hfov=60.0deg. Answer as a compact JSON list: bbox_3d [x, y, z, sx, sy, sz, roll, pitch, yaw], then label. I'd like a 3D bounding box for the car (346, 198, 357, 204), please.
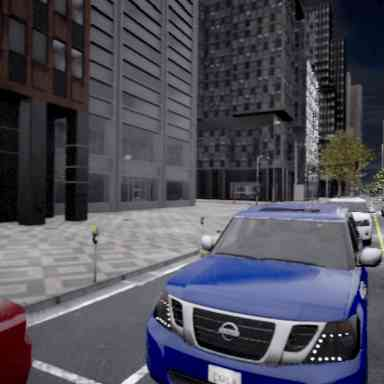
[{"bbox_3d":[37.677,2.102,78.557,2.008,1.369,4.403,1,0,28],"label":"car"}]

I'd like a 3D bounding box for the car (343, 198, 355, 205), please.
[{"bbox_3d":[32.696,2.018,69.225,1.887,1.381,4.507,1,0,28],"label":"car"}]

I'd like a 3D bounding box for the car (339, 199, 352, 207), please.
[{"bbox_3d":[27.630,1.922,59.744,1.752,1.417,4.829,1,0,28],"label":"car"}]

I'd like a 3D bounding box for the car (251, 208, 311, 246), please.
[{"bbox_3d":[4.564,1.616,16.543,1.887,1.381,4.507,1,0,28],"label":"car"}]

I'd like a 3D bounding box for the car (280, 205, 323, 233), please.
[{"bbox_3d":[7.165,1.651,21.418,1.887,1.381,4.507,1,0,28],"label":"car"}]

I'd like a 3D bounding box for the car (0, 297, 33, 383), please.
[{"bbox_3d":[-3.238,1.513,1.918,1.887,1.381,4.507,1,0,28],"label":"car"}]

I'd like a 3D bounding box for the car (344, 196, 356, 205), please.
[{"bbox_3d":[35.190,1.827,73.891,2.192,1.841,5.009,1,0,28],"label":"car"}]

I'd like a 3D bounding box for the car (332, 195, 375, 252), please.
[{"bbox_3d":[7.715,1.324,16.546,2.150,2.045,5.566,1,0,28],"label":"car"}]

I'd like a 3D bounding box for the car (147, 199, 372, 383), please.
[{"bbox_3d":[1.582,1.244,5.271,2.150,2.045,5.566,1,0,28],"label":"car"}]

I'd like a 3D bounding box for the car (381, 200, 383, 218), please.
[{"bbox_3d":[19.984,1.822,33.048,1.994,1.385,4.181,1,0,28],"label":"car"}]

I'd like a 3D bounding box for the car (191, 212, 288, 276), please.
[{"bbox_3d":[1.884,1.561,11.518,1.752,1.417,4.829,1,0,28],"label":"car"}]
